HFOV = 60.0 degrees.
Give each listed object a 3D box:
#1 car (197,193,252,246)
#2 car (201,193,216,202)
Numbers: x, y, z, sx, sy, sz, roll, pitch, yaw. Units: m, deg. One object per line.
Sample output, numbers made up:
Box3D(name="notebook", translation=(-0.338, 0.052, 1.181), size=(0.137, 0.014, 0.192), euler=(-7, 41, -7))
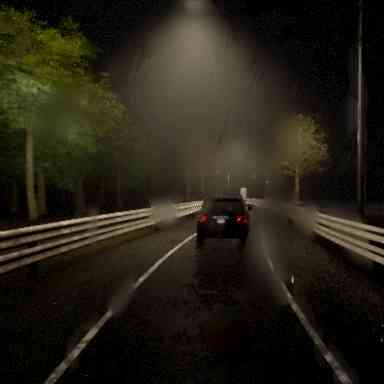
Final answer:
Box3D(name="car", translation=(1.602, 1.230, 15.596), size=(2.150, 2.045, 5.566), euler=(0, 0, 10))
Box3D(name="car", translation=(3.573, 1.166, 73.081), size=(2.150, 2.045, 5.566), euler=(0, 0, -9))
